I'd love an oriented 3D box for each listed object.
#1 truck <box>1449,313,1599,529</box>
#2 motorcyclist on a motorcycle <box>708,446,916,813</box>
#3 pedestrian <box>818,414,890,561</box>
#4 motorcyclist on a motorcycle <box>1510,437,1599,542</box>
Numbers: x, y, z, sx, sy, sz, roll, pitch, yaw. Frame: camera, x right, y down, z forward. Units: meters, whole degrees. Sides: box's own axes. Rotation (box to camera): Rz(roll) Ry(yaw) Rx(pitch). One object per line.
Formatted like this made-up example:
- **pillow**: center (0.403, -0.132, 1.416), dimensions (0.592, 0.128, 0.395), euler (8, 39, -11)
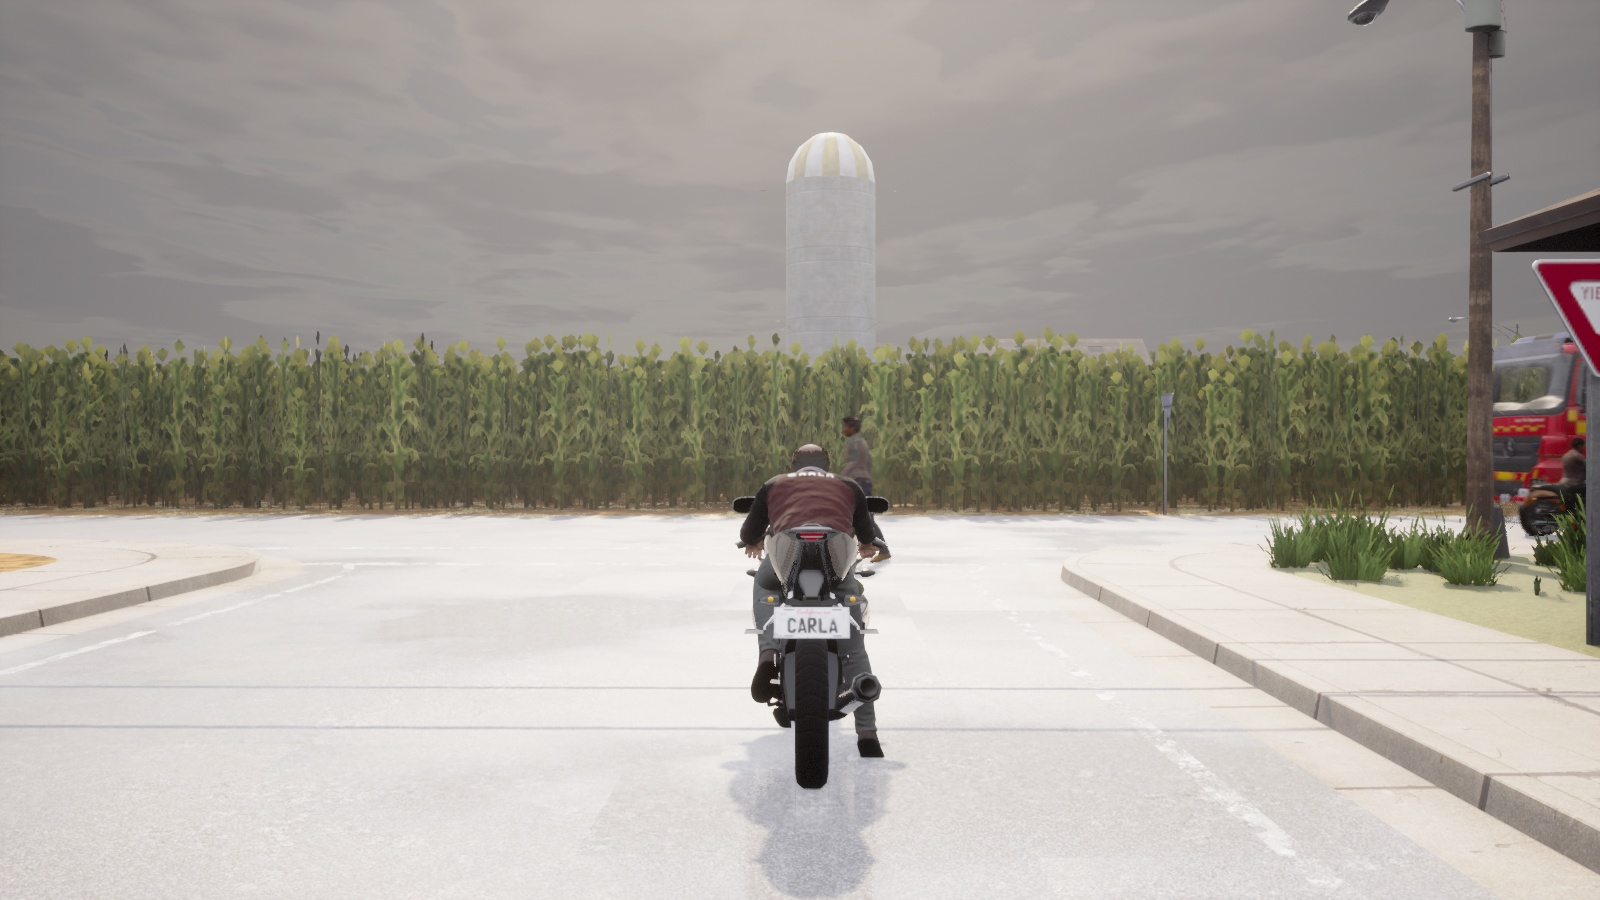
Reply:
- **truck**: center (17.183, -0.510, 23.574), dimensions (8.468, 3.827, 2.891), euler (0, 0, 1)
- **motorcyclist on a motorcycle**: center (0.055, 0.746, 6.339), dimensions (0.866, 1.530, 2.191), euler (0, 0, 0)
- **pedestrian**: center (0.671, 0.461, 15.601), dimensions (0.869, 1.805, 0.328), euler (0, 0, 7)
- **motorcyclist on a motorcycle**: center (12.801, 0.620, 20.173), dimensions (2.350, 1.649, 0.766), euler (0, 0, 1)
